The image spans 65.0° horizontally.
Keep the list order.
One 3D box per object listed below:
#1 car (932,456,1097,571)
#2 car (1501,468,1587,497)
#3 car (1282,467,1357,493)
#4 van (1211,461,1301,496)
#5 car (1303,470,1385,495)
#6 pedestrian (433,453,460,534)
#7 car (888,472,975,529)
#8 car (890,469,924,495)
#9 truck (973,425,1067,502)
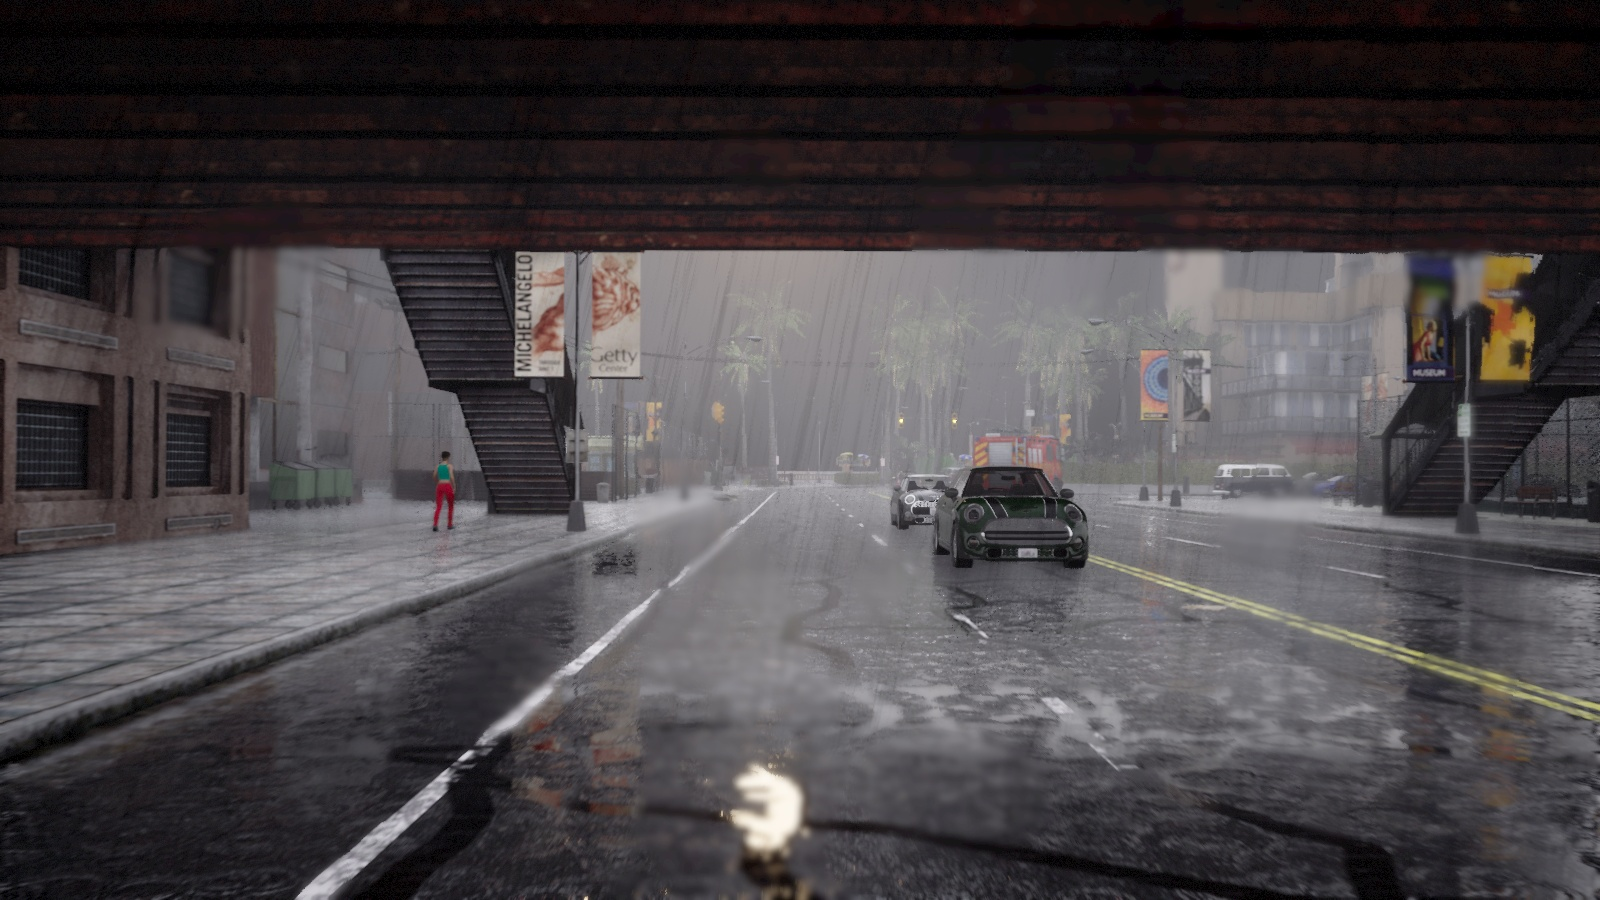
[{"bbox_3d":[3.548,1.022,21.660,2.097,1.767,4.553,0,-1,0],"label":"car"},{"bbox_3d":[41.400,1.799,69.946,3.705,1.549,1.789,0,-1,-1],"label":"car"},{"bbox_3d":[33.228,1.925,80.357,3.988,1.617,1.851,0,-1,-1],"label":"car"},{"bbox_3d":[26.573,1.658,73.274,4.480,2.038,2.069,0,-1,-2],"label":"van"},{"bbox_3d":[33.283,1.982,76.869,4.193,1.474,1.816,0,-1,-1],"label":"car"},{"bbox_3d":[-8.107,0.986,28.797,0.345,1.836,0.594,0,-1,12],"label":"pedestrian"},{"bbox_3d":[3.555,1.345,34.582,1.970,1.475,3.806,0,-1,0],"label":"car"},{"bbox_3d":[6.972,2.058,81.993,1.851,1.617,3.988,0,-1,0],"label":"car"},{"bbox_3d":[11.825,0.723,66.911,2.891,3.827,8.468,-1,-1,24],"label":"truck"}]
